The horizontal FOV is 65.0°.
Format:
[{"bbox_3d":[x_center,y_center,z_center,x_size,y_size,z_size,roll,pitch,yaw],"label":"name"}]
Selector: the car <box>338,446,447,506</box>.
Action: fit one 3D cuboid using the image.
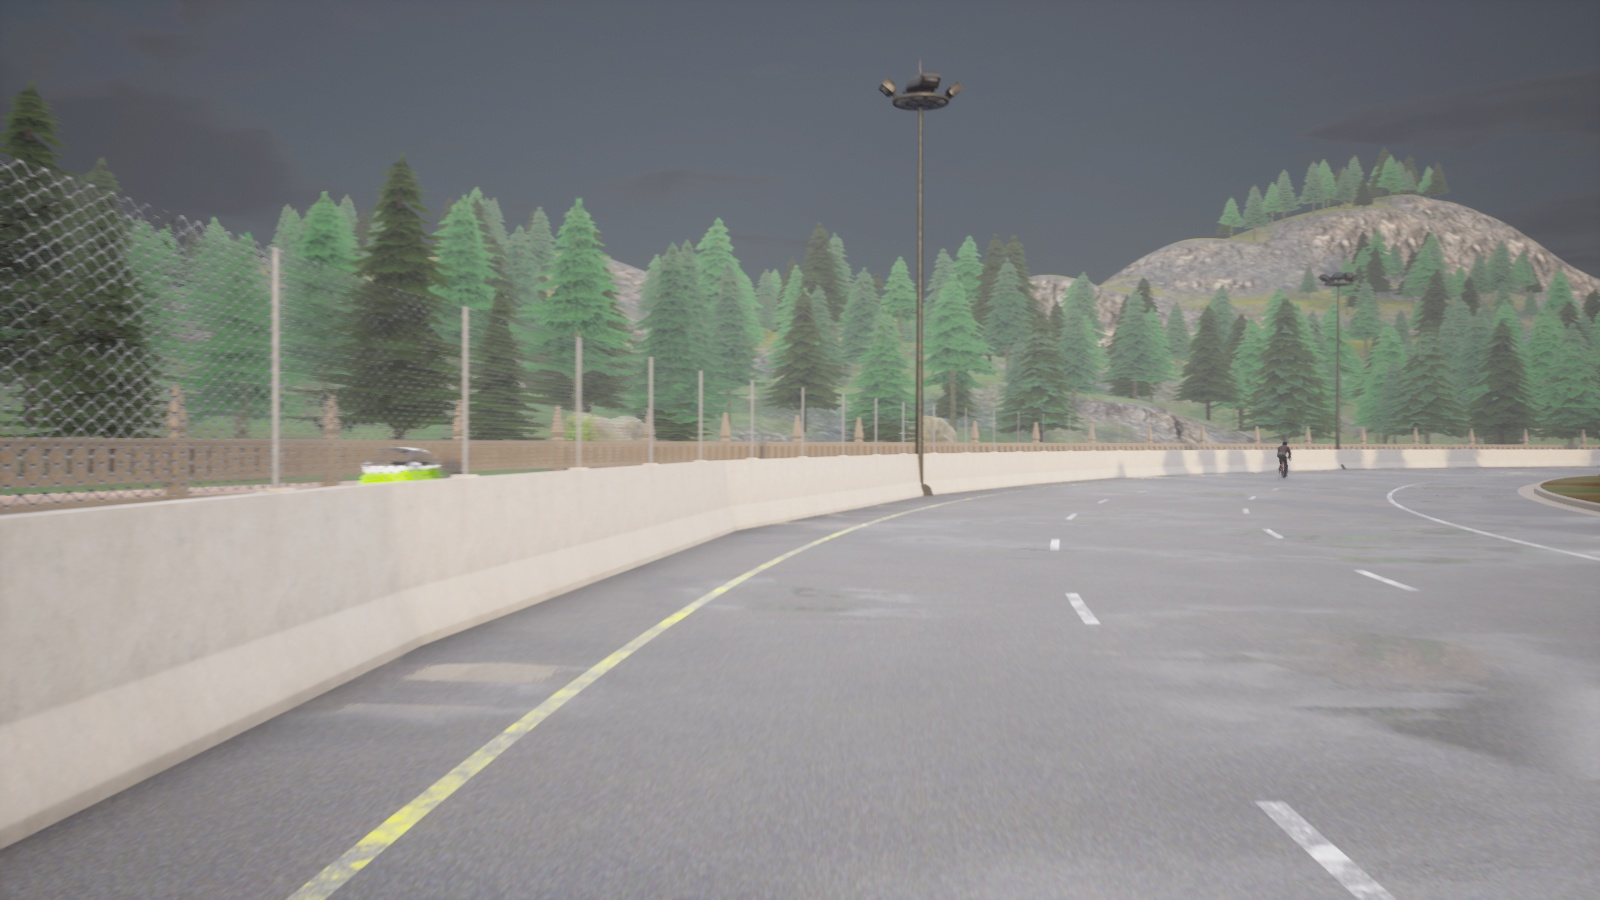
[{"bbox_3d":[-9.627,0.590,29.769,1.481,1.376,2.207,0,0,16],"label":"car"}]
